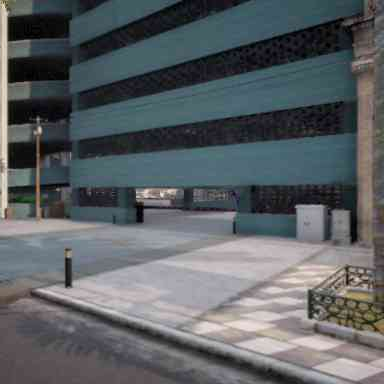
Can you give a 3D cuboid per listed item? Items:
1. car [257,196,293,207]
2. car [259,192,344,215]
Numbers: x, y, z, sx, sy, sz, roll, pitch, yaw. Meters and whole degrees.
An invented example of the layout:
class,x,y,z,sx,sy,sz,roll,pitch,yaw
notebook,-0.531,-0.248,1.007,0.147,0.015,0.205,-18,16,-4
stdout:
class,x,y,z,sx,sy,sz,roll,pitch,yaw
car,12.232,1.328,48.972,4.674,1.452,2.002,0,0,36
car,7.357,1.031,20.506,5.566,2.045,2.435,0,0,36
